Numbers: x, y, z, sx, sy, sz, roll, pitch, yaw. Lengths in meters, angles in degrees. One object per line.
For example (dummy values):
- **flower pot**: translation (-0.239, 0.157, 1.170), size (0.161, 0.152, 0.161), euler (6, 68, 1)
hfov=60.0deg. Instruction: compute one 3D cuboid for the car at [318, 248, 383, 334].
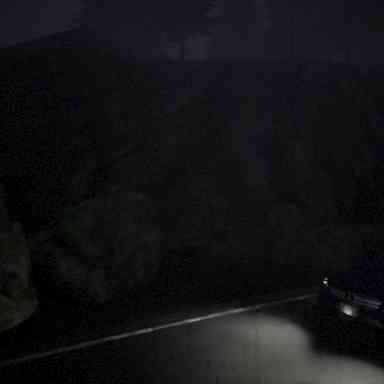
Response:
- **car**: translation (4.504, 1.593, 6.165), size (4.674, 1.442, 1.812), euler (1, 0, -26)
